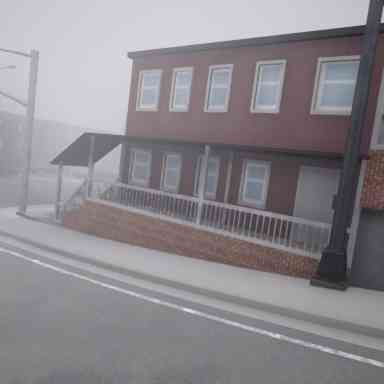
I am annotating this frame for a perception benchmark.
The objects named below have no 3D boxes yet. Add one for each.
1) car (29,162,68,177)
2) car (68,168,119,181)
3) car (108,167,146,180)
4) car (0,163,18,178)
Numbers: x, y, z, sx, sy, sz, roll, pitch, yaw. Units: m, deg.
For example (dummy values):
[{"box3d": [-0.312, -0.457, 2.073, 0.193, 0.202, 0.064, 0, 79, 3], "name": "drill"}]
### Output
[{"box3d": [-16.912, -2.720, 39.194, 1.837, 1.490, 4.892, 11, 6, 35], "name": "car"}, {"box3d": [-11.777, -2.144, 40.419, 2.033, 1.411, 5.357, 11, 6, 35], "name": "car"}, {"box3d": [-9.592, -2.671, 49.362, 2.033, 1.411, 5.357, 11, 6, 36], "name": "car"}, {"box3d": [-18.931, -2.151, 30.475, 2.033, 1.411, 5.357, 11, 6, 35], "name": "car"}]
